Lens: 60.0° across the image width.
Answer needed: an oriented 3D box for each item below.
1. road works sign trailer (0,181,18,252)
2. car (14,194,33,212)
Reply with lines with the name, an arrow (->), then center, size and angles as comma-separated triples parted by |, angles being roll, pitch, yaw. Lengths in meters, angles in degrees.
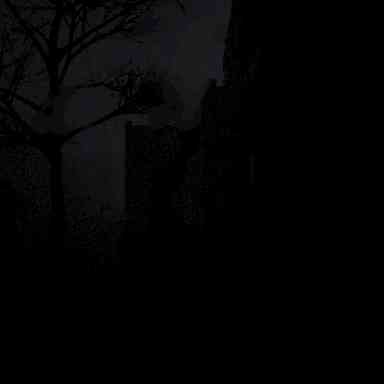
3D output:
road works sign trailer -> -7.743, 0.942, 10.855 | 3.560, 2.380, 2.880 | -4, 2, -9
car -> -20.208, 1.293, 37.340 | 2.150, 2.045, 5.566 | 1, 0, 7
